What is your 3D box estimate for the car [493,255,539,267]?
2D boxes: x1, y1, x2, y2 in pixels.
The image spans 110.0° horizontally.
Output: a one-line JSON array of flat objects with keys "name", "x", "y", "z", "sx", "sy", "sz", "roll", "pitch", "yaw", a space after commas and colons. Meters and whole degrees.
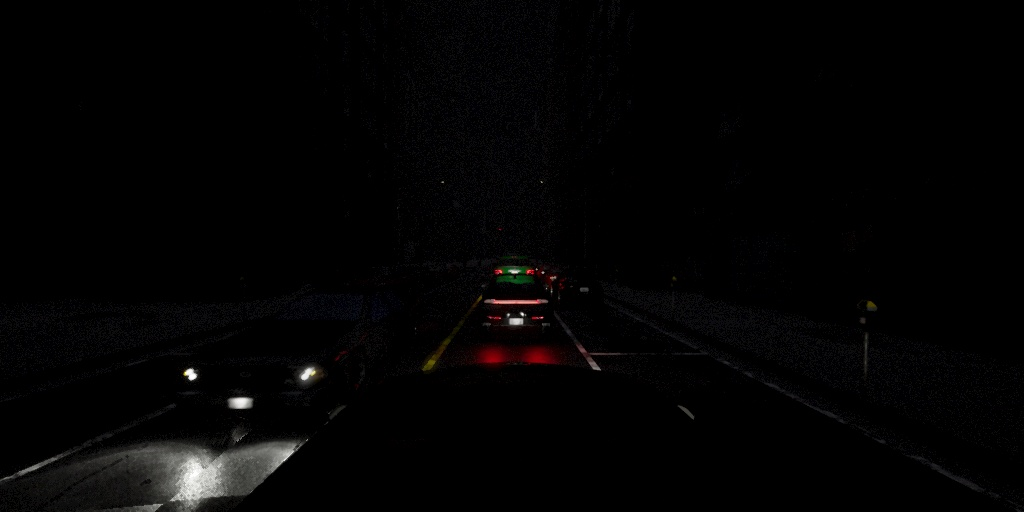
[{"name": "car", "x": 0.086, "y": 0.970, "z": 20.307, "sx": 2.150, "sy": 2.045, "sz": 5.566, "roll": 0, "pitch": 0, "yaw": -1}]

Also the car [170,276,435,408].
[{"name": "car", "x": -3.106, "y": 1.296, "z": 6.762, "sx": 2.033, "sy": 1.411, "sz": 5.357, "roll": 0, "pitch": 0, "yaw": 0}]

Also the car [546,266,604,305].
[{"name": "car", "x": 2.750, "y": 1.314, "z": 15.657, "sx": 1.948, "sy": 1.339, "sz": 4.313, "roll": 0, "pitch": 0, "yaw": 0}]

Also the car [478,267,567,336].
[{"name": "car", "x": 0.093, "y": 1.240, "z": 10.387, "sx": 2.128, "sy": 1.511, "sz": 4.902, "roll": 0, "pitch": 0, "yaw": 0}]

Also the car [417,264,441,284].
[{"name": "car", "x": -5.780, "y": 1.314, "z": 21.155, "sx": 1.948, "sy": 1.339, "sz": 4.313, "roll": 0, "pitch": 0, "yaw": 0}]

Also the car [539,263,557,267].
[{"name": "car", "x": 2.746, "y": 1.293, "z": 21.161, "sx": 1.888, "sy": 1.381, "sz": 4.507, "roll": 0, "pitch": 0, "yaw": 0}]

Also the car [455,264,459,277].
[{"name": "car", "x": -5.789, "y": 1.294, "z": 32.166, "sx": 1.888, "sy": 1.381, "sz": 4.507, "roll": 0, "pitch": 0, "yaw": 0}]

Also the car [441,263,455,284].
[{"name": "car", "x": -5.784, "y": 1.299, "z": 26.660, "sx": 2.007, "sy": 1.370, "sz": 4.403, "roll": 0, "pitch": 0, "yaw": 0}]

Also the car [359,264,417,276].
[{"name": "car", "x": -5.776, "y": 1.188, "z": 15.650, "sx": 1.967, "sy": 1.591, "sz": 4.097, "roll": 0, "pitch": 0, "yaw": 0}]
